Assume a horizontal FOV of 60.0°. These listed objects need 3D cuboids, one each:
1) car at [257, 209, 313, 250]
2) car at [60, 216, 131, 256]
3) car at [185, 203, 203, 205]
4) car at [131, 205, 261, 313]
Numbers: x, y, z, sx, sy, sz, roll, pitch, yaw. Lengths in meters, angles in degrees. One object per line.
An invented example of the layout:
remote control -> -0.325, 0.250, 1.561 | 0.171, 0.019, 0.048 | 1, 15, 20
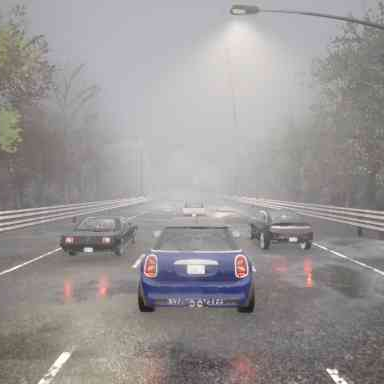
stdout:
car -> 3.634, 1.486, 14.325 | 2.128, 1.511, 4.902 | 0, 0, 0
car -> -3.369, 1.596, 13.072 | 1.895, 1.301, 4.718 | 0, 0, 0
car -> 0.171, 1.581, 29.111 | 1.895, 1.301, 4.718 | 0, 0, 0
car -> 0.113, 1.350, 7.837 | 2.097, 1.767, 4.553 | 0, 0, 1
